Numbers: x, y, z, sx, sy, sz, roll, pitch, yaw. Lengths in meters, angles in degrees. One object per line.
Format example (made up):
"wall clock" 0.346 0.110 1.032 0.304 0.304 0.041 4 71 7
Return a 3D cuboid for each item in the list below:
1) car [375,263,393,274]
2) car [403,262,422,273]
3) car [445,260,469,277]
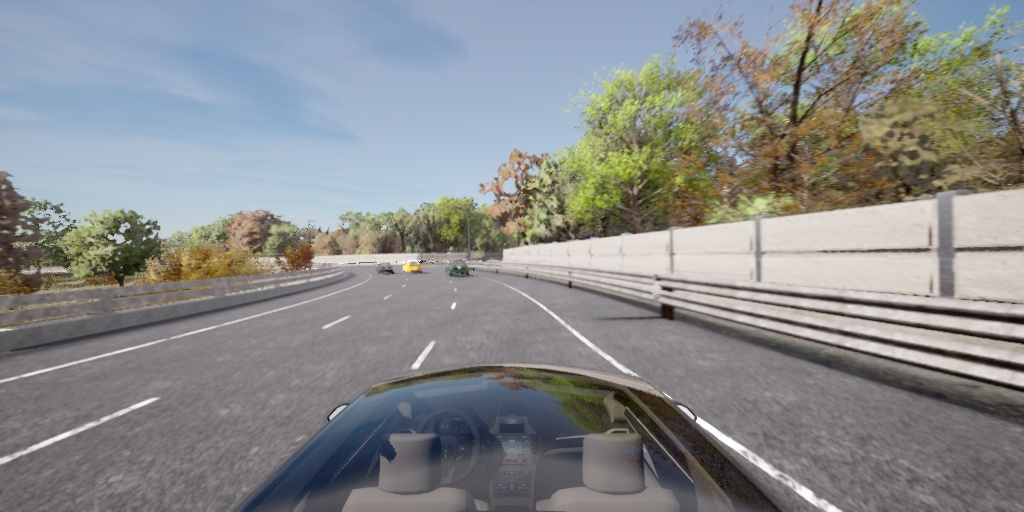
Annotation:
"car" -17.121 1.619 48.074 2.033 1.411 5.357 -1 0 -26
"car" -13.419 1.484 48.137 1.882 1.535 5.008 -1 0 -24
"car" -5.998 1.223 38.601 2.097 1.767 4.553 -1 0 -18
